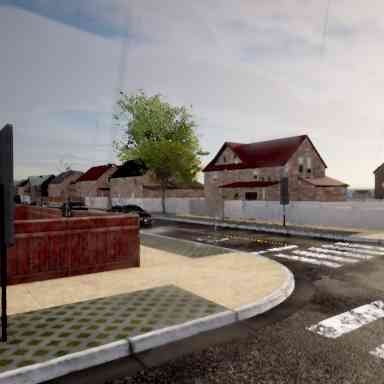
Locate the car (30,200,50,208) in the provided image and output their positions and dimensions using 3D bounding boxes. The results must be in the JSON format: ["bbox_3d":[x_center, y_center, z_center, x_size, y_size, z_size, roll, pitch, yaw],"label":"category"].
[{"bbox_3d":[-20.829,1.795,45.471,2.128,1.511,4.902,-1,0,-37],"label":"car"}]

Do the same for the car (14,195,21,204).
[{"bbox_3d":[-41.417,1.645,77.554,2.150,2.045,5.566,-1,0,-37],"label":"car"}]

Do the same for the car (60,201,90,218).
[{"bbox_3d":[-11.678,1.693,33.094,1.837,1.490,4.892,-1,0,-37],"label":"car"}]

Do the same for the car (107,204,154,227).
[{"bbox_3d":[-4.435,1.631,23.409,1.837,1.490,4.892,-1,0,-37],"label":"car"}]
